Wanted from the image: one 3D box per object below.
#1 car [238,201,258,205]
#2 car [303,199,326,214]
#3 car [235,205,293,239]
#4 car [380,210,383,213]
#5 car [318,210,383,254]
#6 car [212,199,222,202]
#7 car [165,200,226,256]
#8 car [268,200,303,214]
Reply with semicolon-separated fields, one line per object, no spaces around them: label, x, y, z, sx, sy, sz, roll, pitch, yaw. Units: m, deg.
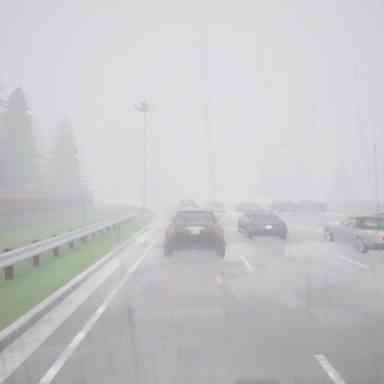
car;6.009;1.656;36.066;1.994;1.385;4.181;0;0;-9
car;12.941;1.572;37.105;1.882;1.535;5.008;0;0;-8
car;3.599;1.609;17.573;1.994;1.385;4.181;0;0;0
car;10.602;1.534;16.888;2.128;1.511;4.902;0;0;0
car;7.101;1.636;13.634;1.895;1.301;4.718;0;0;0
car;2.361;1.572;37.097;1.882;1.535;5.008;1;0;-9
car;0.101;1.387;13.463;2.097;1.767;4.553;0;0;0
car;9.583;1.583;35.818;2.128;1.511;4.902;0;0;-8
